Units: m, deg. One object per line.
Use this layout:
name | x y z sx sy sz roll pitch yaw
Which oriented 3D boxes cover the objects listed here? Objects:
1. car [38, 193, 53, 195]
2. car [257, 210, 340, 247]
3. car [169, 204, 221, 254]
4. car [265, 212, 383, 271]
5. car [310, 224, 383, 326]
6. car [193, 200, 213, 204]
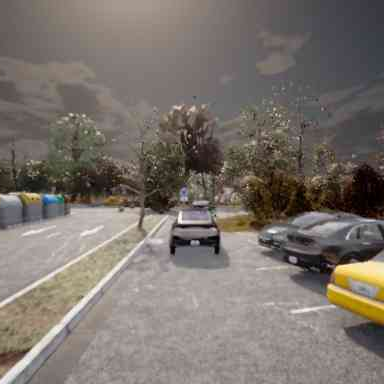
car | -24.744 0.870 55.476 4.892 1.490 1.837 4 -2 1
car | 4.841 1.466 12.641 4.892 1.521 2.231 1 0 -20
car | 0.106 1.468 13.432 2.128 1.511 4.902 0 0 0
car | 4.827 1.473 9.247 4.892 1.521 2.231 1 0 -20
car | 5.004 1.476 5.922 5.366 1.575 1.946 1 0 -20
car | 1.031 1.444 28.883 1.837 1.490 4.892 1 -1 11
